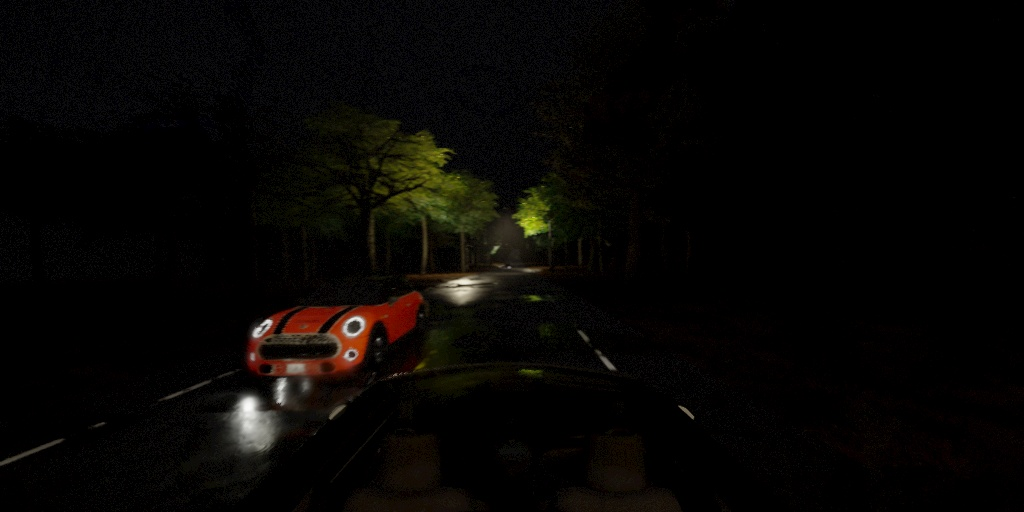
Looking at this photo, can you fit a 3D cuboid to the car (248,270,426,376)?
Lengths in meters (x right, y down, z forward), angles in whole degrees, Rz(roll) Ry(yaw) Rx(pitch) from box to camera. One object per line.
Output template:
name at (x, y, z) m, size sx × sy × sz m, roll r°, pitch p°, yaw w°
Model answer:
car at (-3.467, 1.241, 8.029) m, size 2.097 × 1.767 × 4.553 m, roll -1°, pitch -1°, yaw 1°
